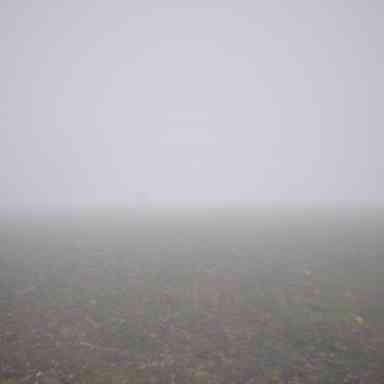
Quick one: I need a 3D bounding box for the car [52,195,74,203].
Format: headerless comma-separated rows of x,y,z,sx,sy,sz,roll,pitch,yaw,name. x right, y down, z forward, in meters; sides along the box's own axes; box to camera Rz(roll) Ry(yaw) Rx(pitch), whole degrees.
-27.210,1.438,70.000,2.097,1.767,4.553,-2,0,35,car
